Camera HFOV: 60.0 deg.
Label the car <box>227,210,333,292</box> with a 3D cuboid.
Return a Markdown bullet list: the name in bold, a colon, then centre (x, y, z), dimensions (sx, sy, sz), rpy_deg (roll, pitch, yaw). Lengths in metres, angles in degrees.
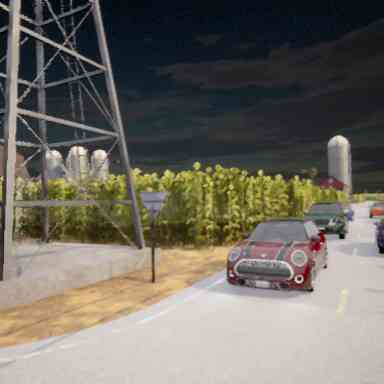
- **car**: centre (2.672, 1.589, 9.758), dimensions (2.097, 1.767, 4.553), rpy_deg (-2, -2, 28)

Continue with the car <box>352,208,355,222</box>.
- **car**: centre (15.102, 2.118, 33.109), dimensions (1.882, 1.535, 5.008), rpy_deg (-2, -1, 28)

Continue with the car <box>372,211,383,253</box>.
- **car**: centre (9.049, 1.759, 14.457), dimensions (1.812, 1.442, 4.674), rpy_deg (-2, -2, 28)

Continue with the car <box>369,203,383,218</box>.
- **car**: centre (21.378, 1.991, 37.826), dimensions (2.097, 1.767, 4.553), rpy_deg (-2, -2, 28)

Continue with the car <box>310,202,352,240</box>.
- **car**: centre (8.238, 1.639, 20.252), dimensions (2.150, 2.045, 5.566), rpy_deg (-2, -2, 28)
